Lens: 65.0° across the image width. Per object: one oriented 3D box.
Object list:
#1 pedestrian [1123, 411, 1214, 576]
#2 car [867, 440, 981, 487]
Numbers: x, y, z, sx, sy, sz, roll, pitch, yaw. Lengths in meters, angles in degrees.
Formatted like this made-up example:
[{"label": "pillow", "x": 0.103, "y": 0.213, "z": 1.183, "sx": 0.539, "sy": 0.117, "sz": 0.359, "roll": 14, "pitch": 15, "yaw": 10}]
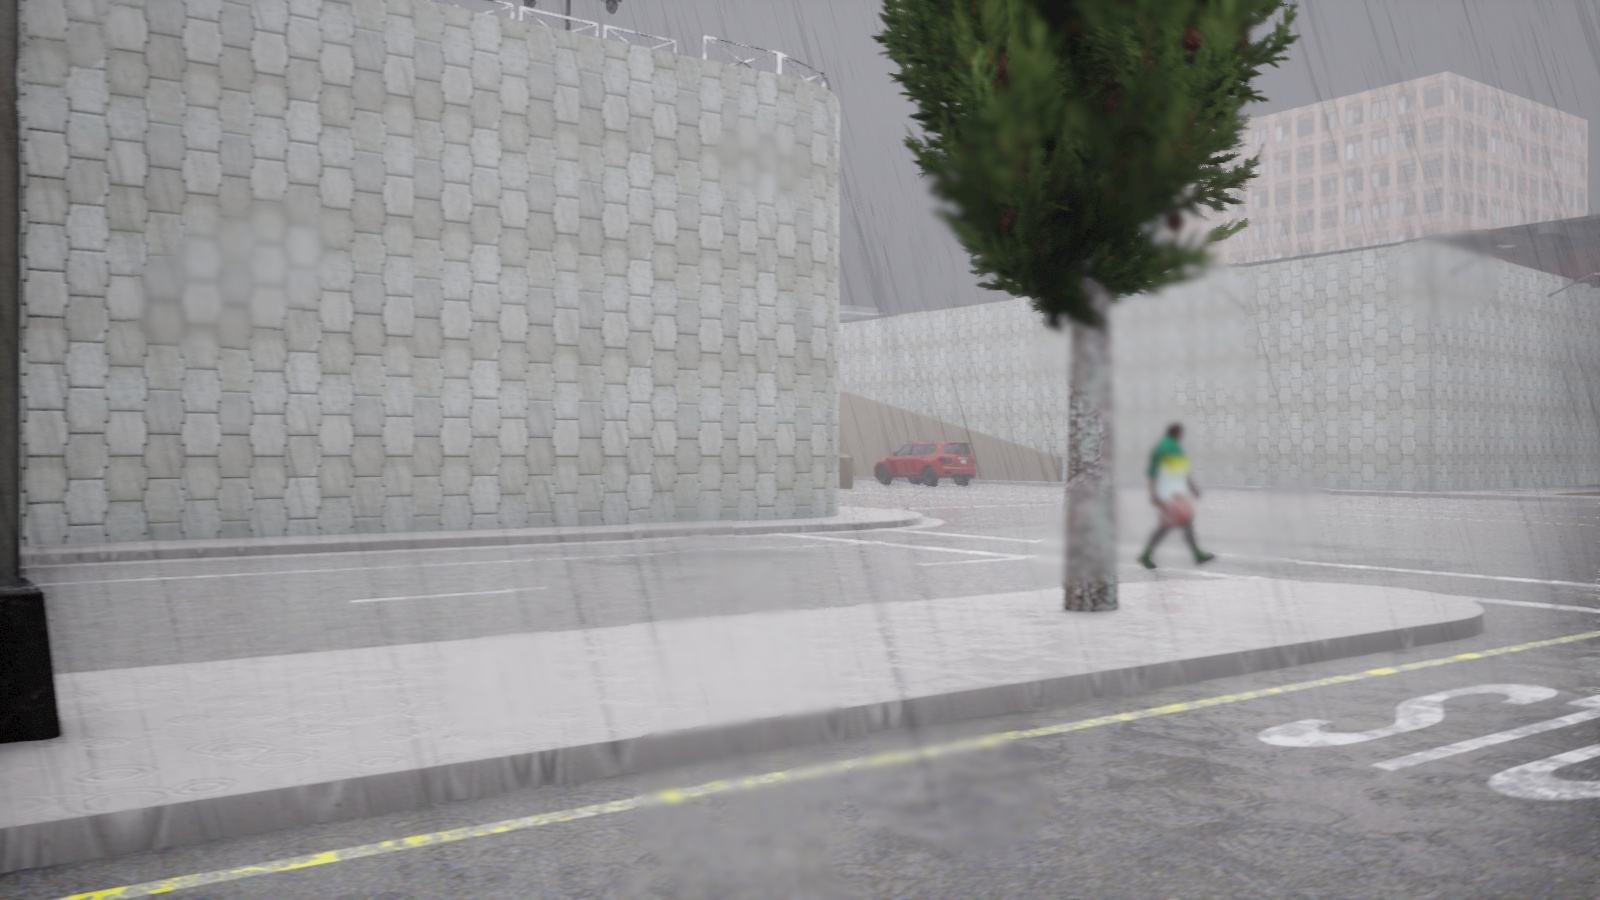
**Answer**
[{"label": "pedestrian", "x": 4.538, "y": 0.518, "z": 15.465, "sx": 0.873, "sy": 1.952, "sz": 0.659, "roll": 0, "pitch": 0, "yaw": 43}, {"label": "car", "x": 5.650, "y": 0.594, "z": 57.950, "sx": 2.150, "sy": 2.045, "sz": 5.566, "roll": 0, "pitch": 0, "yaw": -34}]
